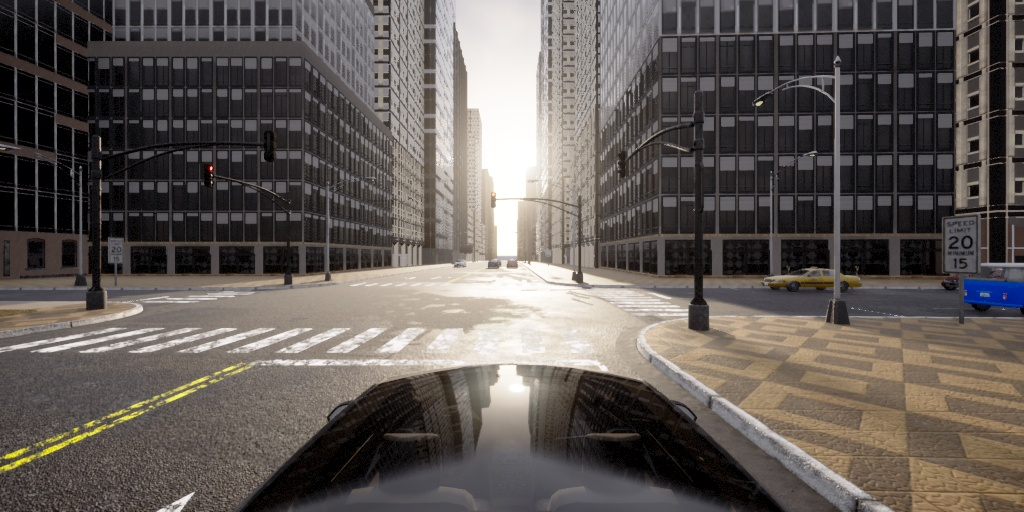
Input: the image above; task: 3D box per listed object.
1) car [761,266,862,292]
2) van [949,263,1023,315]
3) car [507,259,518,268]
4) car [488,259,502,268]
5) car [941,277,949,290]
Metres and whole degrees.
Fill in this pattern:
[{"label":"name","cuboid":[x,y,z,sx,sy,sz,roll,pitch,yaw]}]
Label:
[{"label":"car","cuboid":[17.101,1.293,20.635,4.829,1.417,1.751,0,0,2]},{"label":"van","cuboid":[18.366,1.119,12.462,3.998,1.789,1.690,0,0,2]},{"label":"car","cuboid":[0.045,1.425,63.647,1.994,1.385,4.181,0,0,0]},{"label":"car","cuboid":[-3.206,1.335,62.817,1.882,1.535,5.008,0,0,0]},{"label":"car","cuboid":[26.935,1.356,20.143,4.207,1.307,1.802,0,0,2]}]
